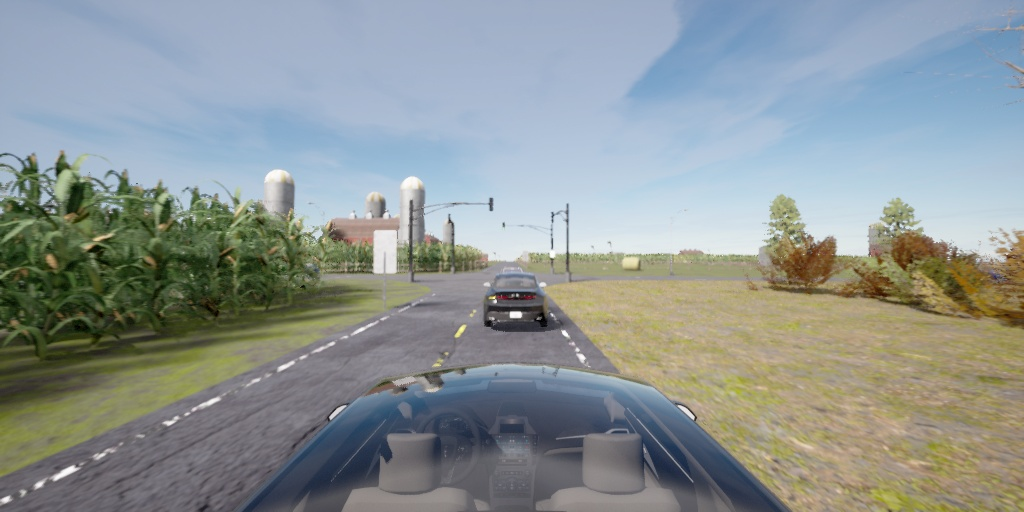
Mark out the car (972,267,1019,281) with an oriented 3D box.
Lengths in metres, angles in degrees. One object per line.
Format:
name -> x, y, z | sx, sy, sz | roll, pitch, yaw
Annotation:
car -> 50.431, 1.846, 37.068 | 4.181, 1.385, 1.994 | 1, -1, -4

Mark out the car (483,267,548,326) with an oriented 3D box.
car -> 0.100, 1.280, 11.754 | 1.837, 1.490, 4.892 | 0, 0, 0

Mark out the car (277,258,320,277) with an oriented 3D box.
car -> -19.694, 0.984, 32.312 | 4.553, 1.767, 2.097 | 0, -1, -3
